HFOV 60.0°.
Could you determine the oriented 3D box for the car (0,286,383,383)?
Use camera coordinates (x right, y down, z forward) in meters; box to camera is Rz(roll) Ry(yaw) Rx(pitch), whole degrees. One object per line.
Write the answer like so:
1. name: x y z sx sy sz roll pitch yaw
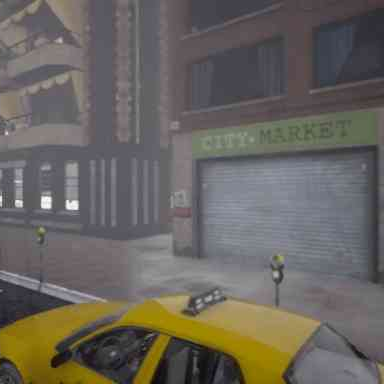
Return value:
1. car: -0.108 1.525 2.953 4.829 1.417 1.752 0 0 36
